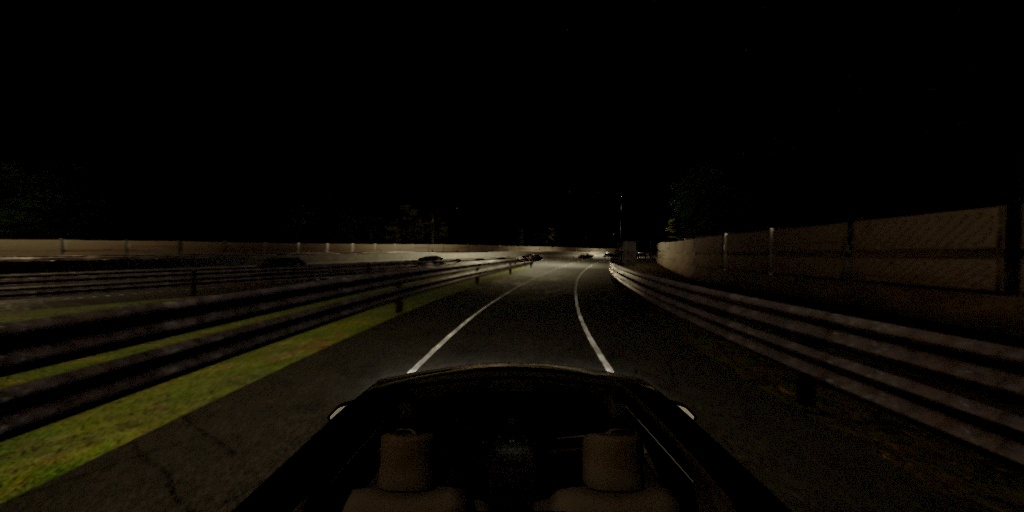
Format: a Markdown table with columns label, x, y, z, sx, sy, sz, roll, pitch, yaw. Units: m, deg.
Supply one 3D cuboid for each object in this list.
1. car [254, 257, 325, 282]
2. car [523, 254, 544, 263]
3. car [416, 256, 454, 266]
| label | x | y | z | sx | sy | sz | roll | pitch | yaw |
| --- | --- | --- | --- | --- | --- | --- | --- | --- | --- |
| car | -16.910 | 0.914 | 27.582 | 2.097 | 1.767 | 4.553 | 2 | 2 | 33 |
| car | 3.509 | 0.350 | 58.713 | 1.837 | 1.490 | 4.892 | 2 | 2 | 33 |
| car | -8.538 | 0.751 | 40.352 | 1.837 | 1.490 | 4.892 | 2 | 2 | 33 |
